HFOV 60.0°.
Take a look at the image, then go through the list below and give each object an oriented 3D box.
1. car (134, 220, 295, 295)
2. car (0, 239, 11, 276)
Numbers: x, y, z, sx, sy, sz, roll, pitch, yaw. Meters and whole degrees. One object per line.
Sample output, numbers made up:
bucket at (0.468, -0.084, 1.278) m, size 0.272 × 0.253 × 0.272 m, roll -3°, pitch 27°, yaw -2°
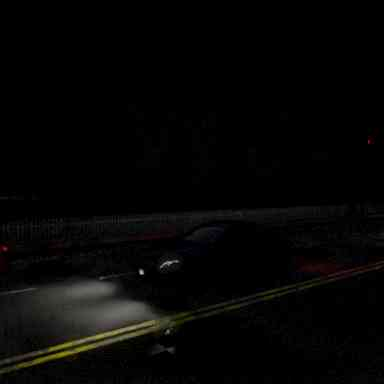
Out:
car at (0.784, 1.501, 8.765) m, size 4.674 × 1.442 × 1.812 m, roll 0°, pitch 0°, yaw -35°
car at (-6.645, 1.568, 7.825) m, size 4.181 × 1.385 × 1.994 m, roll 0°, pitch 0°, yaw -35°
